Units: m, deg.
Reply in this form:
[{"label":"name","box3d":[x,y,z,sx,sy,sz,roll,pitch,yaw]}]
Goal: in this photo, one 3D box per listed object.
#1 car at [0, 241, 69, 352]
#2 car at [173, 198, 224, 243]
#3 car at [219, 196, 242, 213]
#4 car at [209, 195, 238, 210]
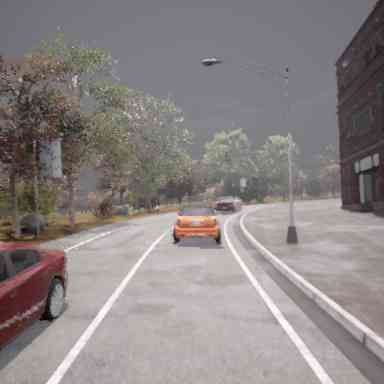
[{"label":"car","box3d":[-3.335,1.489,4.472,1.882,1.535,5.008,0,0,0]},{"label":"car","box3d":[0.309,1.351,16.289,2.097,1.767,4.553,0,0,3]},{"label":"car","box3d":[4.010,1.390,35.078,1.882,1.535,5.008,-2,0,19]},{"label":"car","box3d":[4.280,1.352,44.213,2.097,1.767,4.553,-3,-1,28]}]
